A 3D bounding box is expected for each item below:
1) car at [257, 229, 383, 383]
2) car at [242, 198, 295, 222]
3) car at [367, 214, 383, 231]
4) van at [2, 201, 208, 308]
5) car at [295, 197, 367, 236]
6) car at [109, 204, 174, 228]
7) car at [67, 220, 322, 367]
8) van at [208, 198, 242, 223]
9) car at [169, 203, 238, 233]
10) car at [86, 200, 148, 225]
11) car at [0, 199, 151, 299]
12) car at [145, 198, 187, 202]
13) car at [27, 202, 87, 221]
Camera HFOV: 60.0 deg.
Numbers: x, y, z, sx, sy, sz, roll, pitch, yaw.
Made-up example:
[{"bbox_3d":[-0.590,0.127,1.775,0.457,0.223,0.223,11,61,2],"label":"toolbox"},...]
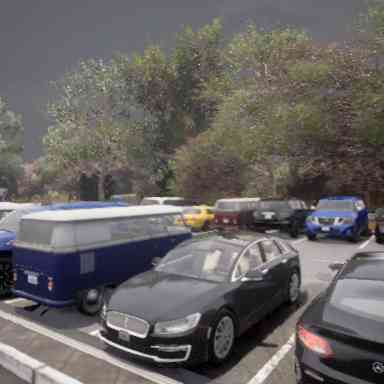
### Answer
[{"bbox_3d":[2.828,1.558,4.557,2.002,1.452,4.674,-1,0,35],"label":"car"},{"bbox_3d":[5.361,1.332,18.839,2.435,2.045,5.566,-1,0,35],"label":"car"},{"bbox_3d":[9.889,1.555,15.623,2.163,1.488,4.792,-1,0,35],"label":"car"},{"bbox_3d":[-1.680,1.353,7.904,1.878,1.987,4.442,-1,0,35],"label":"van"},{"bbox_3d":[7.591,1.304,17.185,2.435,2.045,5.566,-1,0,35],"label":"car"},{"bbox_3d":[-3.723,1.706,25.218,2.163,1.488,4.792,-1,0,35],"label":"car"},{"bbox_3d":[0.547,1.550,6.188,2.231,1.521,4.892,-1,0,35],"label":"car"},{"bbox_3d":[3.148,1.381,20.518,1.878,1.987,4.442,-1,0,35],"label":"van"},{"bbox_3d":[0.928,1.627,22.179,1.946,1.575,5.366,-1,0,35],"label":"car"},{"bbox_3d":[-5.954,1.574,26.875,2.185,1.767,4.553,-1,0,35],"label":"car"},{"bbox_3d":[-4.047,1.351,9.408,2.435,2.045,5.566,-1,0,35],"label":"car"},{"bbox_3d":[-1.429,1.402,23.659,2.435,2.045,5.566,-1,0,35],"label":"car"},{"bbox_3d":[-12.757,1.771,31.674,2.231,1.521,4.892,-1,0,35],"label":"car"}]
